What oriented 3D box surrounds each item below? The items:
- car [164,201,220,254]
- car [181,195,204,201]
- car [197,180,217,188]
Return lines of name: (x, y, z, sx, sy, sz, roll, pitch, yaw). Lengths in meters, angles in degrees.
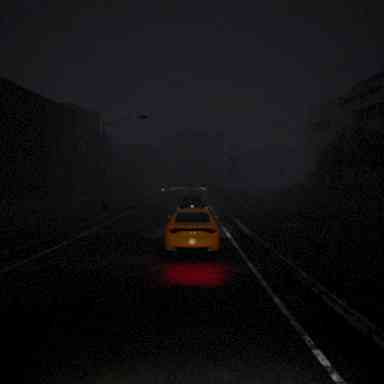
car: (0.027, 1.358, 12.995, 1.882, 1.535, 5.008, 0, 1, 0)
car: (0.018, 0.963, 27.119, 1.994, 1.385, 4.181, 0, 3, 1)
car: (3.072, -1.639, 66.457, 1.837, 1.490, 4.892, 3, 5, 42)
